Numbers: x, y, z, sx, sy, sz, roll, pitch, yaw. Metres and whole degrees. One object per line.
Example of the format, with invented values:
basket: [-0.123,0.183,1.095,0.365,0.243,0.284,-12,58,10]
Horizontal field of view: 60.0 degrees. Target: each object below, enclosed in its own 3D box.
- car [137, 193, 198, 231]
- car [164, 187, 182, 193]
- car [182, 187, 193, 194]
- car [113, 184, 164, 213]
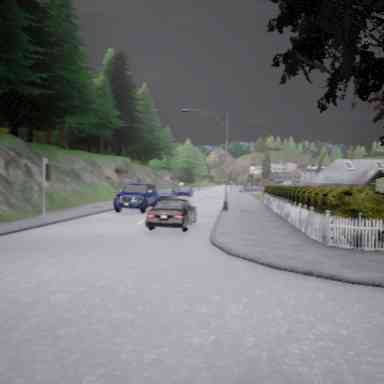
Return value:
car: [-0.859,1.028,16.455,2.033,1.411,5.357,1,2,7]
car: [-2.720,0.365,35.190,1.882,1.535,5.008,1,2,7]
car: [-0.947,-0.024,49.124,1.882,1.535,5.008,1,2,8]
car: [-4.005,0.396,24.942,2.150,2.045,5.566,1,2,8]
